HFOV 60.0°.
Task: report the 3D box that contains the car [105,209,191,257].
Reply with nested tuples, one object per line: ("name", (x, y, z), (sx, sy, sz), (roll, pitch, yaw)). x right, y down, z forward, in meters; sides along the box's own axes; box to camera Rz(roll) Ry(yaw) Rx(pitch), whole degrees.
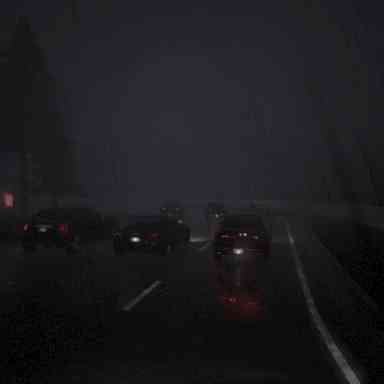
("car", (-1.404, 1.572, 13.107), (1.994, 1.385, 4.181), (0, 0, 14))

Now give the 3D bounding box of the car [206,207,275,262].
("car", (1.987, 1.516, 12.241), (1.837, 1.490, 4.892), (0, 0, 14))

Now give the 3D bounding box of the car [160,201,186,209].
("car", (-1.550, 1.495, 27.491), (2.128, 1.511, 4.902), (0, 0, 2))

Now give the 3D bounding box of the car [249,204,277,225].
("car", (5.445, 1.616, 27.218), (1.895, 1.301, 4.718), (0, 0, 2))

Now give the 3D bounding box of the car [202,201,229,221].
("car", (1.947, 1.516, 27.340), (1.837, 1.490, 4.892), (0, 0, 2))

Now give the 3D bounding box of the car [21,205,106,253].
("car", (-4.802, 1.366, 13.944), (2.097, 1.767, 4.553), (0, 0, 14))

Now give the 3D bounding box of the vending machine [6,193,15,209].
("vending machine", (-24.007, 1.194, 43.930), (0.880, 2.100, 1.100), (0, 0, -38))
